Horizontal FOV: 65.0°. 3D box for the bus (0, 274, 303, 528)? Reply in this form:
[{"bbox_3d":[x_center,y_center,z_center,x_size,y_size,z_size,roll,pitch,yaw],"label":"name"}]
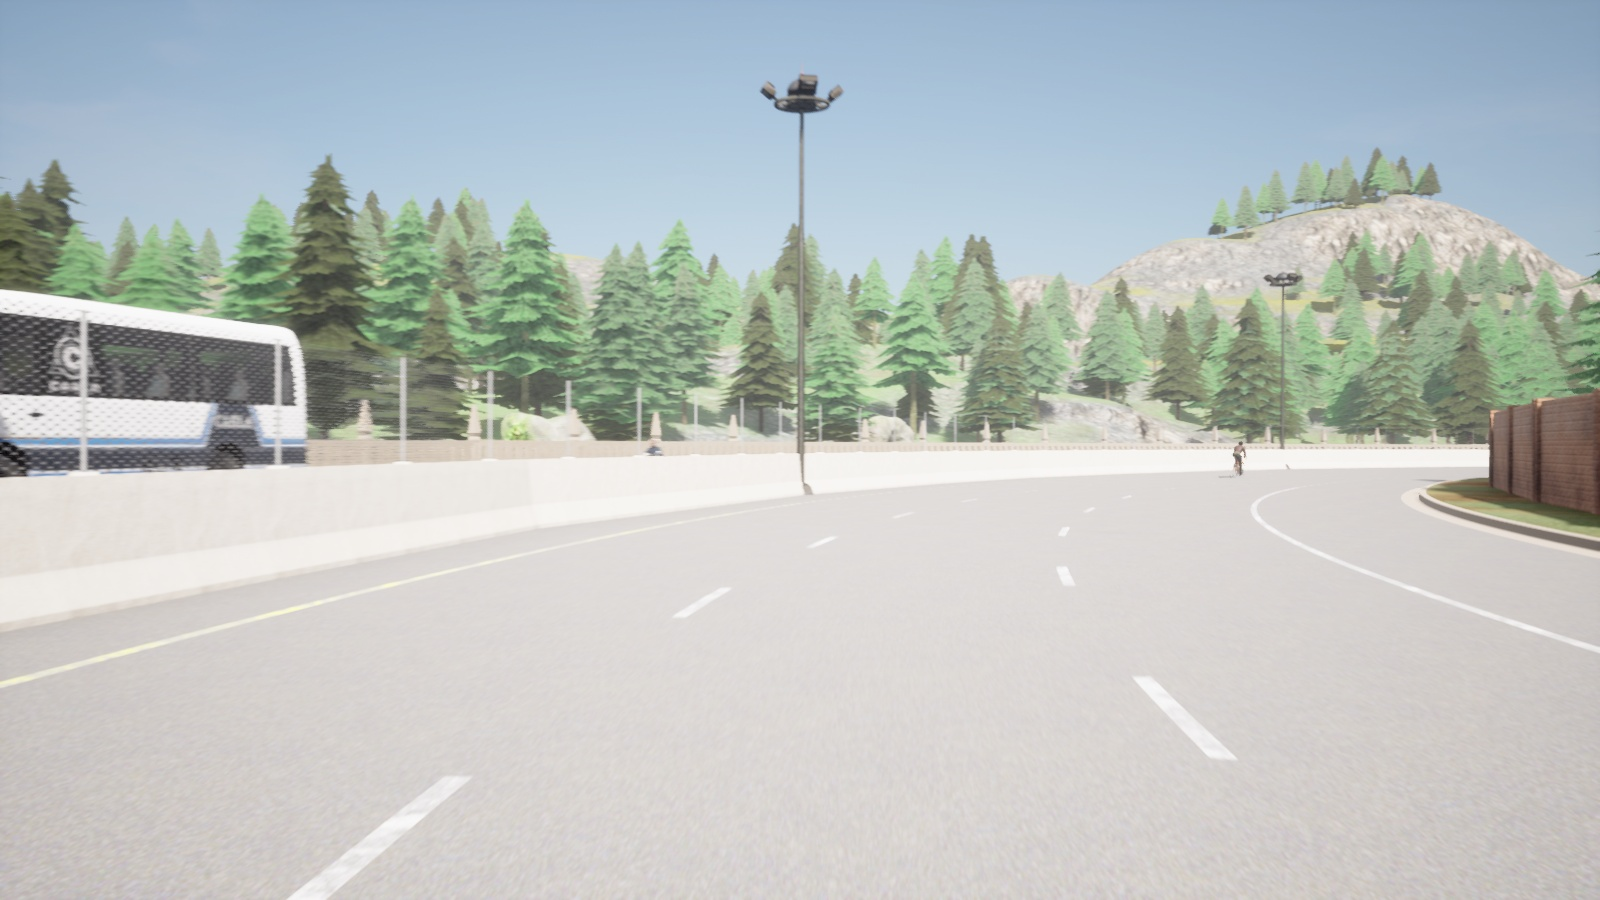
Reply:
[{"bbox_3d":[-14.597,-0.837,24.379,3.944,4.253,10.273,0,0,14],"label":"bus"}]
